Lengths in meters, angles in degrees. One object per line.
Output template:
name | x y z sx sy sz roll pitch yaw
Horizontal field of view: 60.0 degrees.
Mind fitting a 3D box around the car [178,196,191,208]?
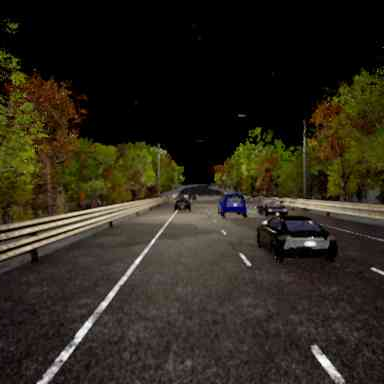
car | -1.037 1.427 47.873 1.837 1.490 4.892 0 0 0

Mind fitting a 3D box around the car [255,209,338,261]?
car | 3.602 1.543 12.133 1.994 1.385 4.181 0 0 0

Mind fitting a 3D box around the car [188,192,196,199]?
car | 0.025 1.014 91.579 2.097 1.767 4.553 0 1 0

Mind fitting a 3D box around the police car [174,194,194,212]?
police car | -1.040 1.363 37.980 1.930 1.638 5.238 0 0 0

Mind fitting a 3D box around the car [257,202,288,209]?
car | 7.107 1.551 29.907 1.895 1.301 4.718 0 0 0

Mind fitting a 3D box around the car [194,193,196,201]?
car | 0.020 1.172 73.151 1.882 1.535 5.008 0 0 0

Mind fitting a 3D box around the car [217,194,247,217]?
car | 3.607 1.171 30.419 2.150 2.045 5.566 0 0 0
